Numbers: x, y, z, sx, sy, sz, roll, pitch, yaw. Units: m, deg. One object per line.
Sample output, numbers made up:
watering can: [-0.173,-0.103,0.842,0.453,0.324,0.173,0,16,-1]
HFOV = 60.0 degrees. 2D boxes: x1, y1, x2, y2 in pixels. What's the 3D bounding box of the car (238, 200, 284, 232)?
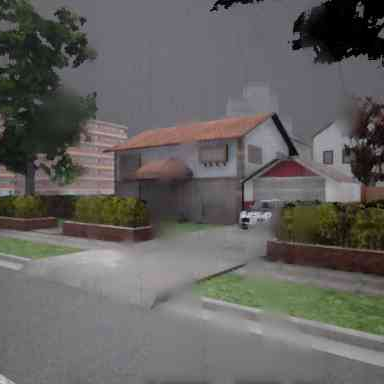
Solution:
car: [4.023,1.168,17.438,1.970,1.475,3.806,0,0,36]
